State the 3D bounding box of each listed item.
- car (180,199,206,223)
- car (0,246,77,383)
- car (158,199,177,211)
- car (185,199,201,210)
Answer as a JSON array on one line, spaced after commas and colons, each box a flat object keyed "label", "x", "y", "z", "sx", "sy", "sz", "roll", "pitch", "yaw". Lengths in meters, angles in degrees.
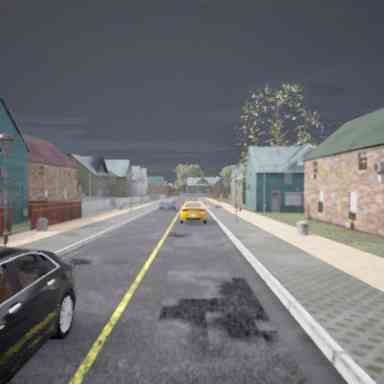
[{"label": "car", "x": 0.097, "y": 1.468, "z": 25.703, "sx": 1.882, "sy": 1.535, "sz": 5.008, "roll": 0, "pitch": 0, "yaw": 0}, {"label": "car", "x": -2.842, "y": 1.502, "z": 3.762, "sx": 1.837, "sy": 1.490, "sz": 4.892, "roll": 0, "pitch": 0, "yaw": 0}, {"label": "car", "x": -2.847, "y": 1.512, "z": 39.641, "sx": 1.812, "sy": 1.442, "sz": 4.674, "roll": 0, "pitch": 0, "yaw": 0}, {"label": "car", "x": 0.095, "y": 1.587, "z": 43.114, "sx": 1.895, "sy": 1.301, "sz": 4.718, "roll": 0, "pitch": 0, "yaw": 0}]
